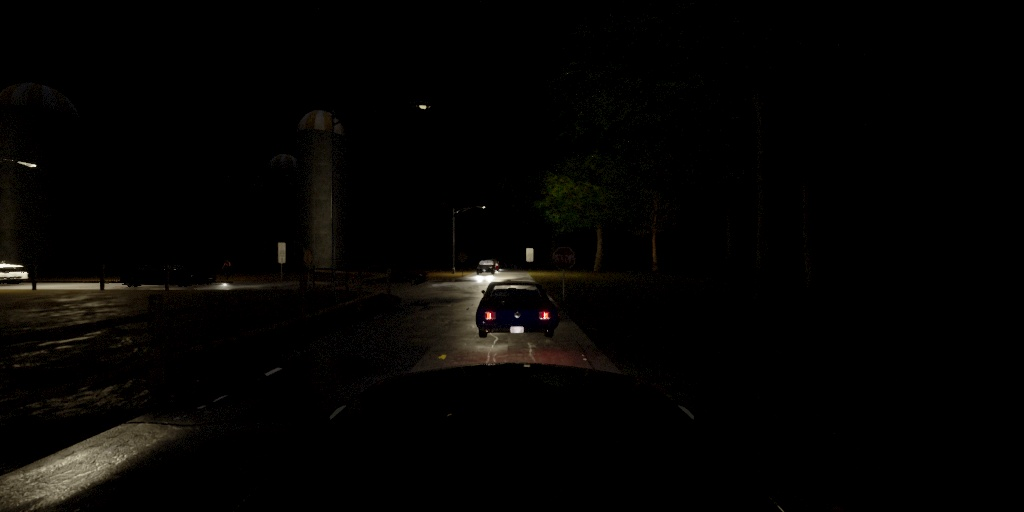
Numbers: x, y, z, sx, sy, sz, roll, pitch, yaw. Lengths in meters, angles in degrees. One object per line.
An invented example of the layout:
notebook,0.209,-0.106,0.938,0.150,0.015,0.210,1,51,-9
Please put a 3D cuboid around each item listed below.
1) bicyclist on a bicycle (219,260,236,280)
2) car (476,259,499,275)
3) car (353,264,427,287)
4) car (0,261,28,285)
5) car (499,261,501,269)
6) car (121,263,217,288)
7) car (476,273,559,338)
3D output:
bicyclist on a bicycle,-22.745,1.133,28.692,0.582,1.620,1.656,0,0,0
car,-2.852,1.268,39.872,2.128,1.511,4.902,0,0,0
car,-8.043,1.252,23.865,4.674,1.442,1.812,0,1,-15
car,-34.421,0.894,22.627,5.566,2.045,2.150,0,0,0
car,-2.852,1.170,49.879,2.097,1.767,4.553,0,0,0
car,-21.618,1.176,22.723,5.008,1.535,1.882,0,0,0
car,0.057,1.350,10.179,1.895,1.301,4.718,0,0,-2
